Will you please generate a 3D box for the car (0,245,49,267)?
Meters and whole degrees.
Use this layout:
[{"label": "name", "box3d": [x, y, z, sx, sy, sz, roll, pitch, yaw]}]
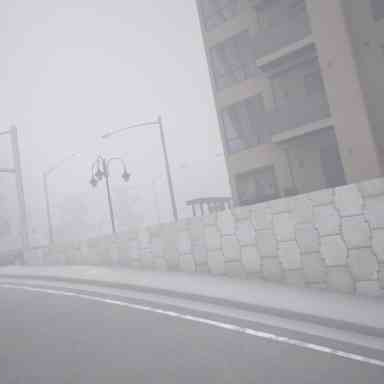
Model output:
[{"label": "car", "box3d": [-14.639, 5.692, 29.941, 1.837, 1.490, 4.892, -15, -8, 35]}]
